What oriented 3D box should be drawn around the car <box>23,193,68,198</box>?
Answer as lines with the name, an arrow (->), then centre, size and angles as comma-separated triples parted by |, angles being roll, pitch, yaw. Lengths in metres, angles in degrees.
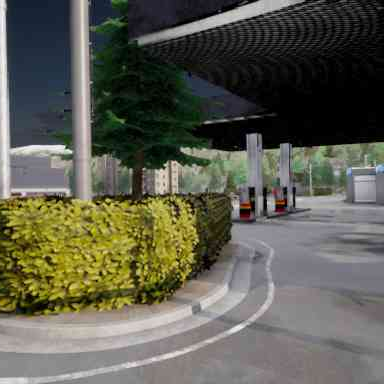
car -> -14.787, 1.221, 33.590 | 3.866, 1.878, 1.905 | -1, 0, 35

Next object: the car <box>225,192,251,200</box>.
car -> 9.181, 0.852, 66.510 | 4.514, 1.523, 2.007 | -1, 0, 35

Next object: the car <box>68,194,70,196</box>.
car -> -24.266, 1.193, 63.875 | 3.866, 1.878, 1.905 | -1, 0, 35

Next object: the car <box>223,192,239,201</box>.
car -> 7.410, 0.890, 63.921 | 5.027, 1.636, 2.152 | -1, 0, 35
